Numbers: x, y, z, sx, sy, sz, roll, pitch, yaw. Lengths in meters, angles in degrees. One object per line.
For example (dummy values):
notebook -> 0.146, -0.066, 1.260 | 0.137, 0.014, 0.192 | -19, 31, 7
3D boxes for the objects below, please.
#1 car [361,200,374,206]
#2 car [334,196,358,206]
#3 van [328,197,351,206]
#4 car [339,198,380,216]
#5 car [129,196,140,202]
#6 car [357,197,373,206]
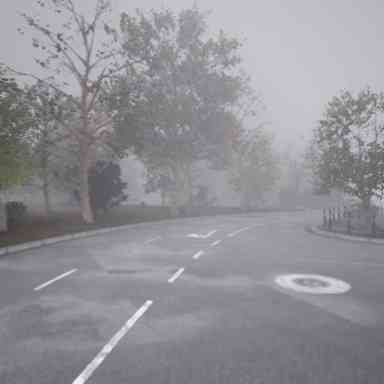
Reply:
car -> 43.941, 2.806, 83.147 | 1.994, 1.385, 4.181 | 1, -3, 15
car -> 28.836, 1.692, 59.173 | 5.566, 2.045, 2.435 | 1, -1, 15
van -> 33.261, 2.166, 75.203 | 4.442, 1.987, 1.878 | 1, -2, 15
car -> 18.066, 1.686, 35.175 | 4.902, 1.511, 2.128 | 1, 0, -39
car -> -13.094, 1.545, 72.645 | 2.033, 1.411, 5.357 | 1, -1, 14
car -> 37.648, 2.073, 72.371 | 2.097, 1.767, 4.553 | 1, -2, 15
